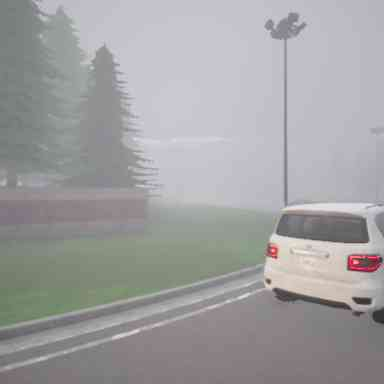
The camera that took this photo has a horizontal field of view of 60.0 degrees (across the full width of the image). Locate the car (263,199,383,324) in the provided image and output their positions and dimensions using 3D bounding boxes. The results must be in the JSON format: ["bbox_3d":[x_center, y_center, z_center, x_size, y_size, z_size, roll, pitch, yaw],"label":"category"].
[{"bbox_3d":[3.742,1.253,7.476,2.150,2.045,5.566,0,0,43],"label":"car"}]

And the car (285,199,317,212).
[{"bbox_3d":[14.048,1.689,43.142,1.837,1.490,4.892,0,0,-9],"label":"car"}]

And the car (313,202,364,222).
[{"bbox_3d":[12.389,1.667,28.516,2.033,1.411,5.357,0,0,0],"label":"car"}]

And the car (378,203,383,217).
[{"bbox_3d":[19.199,1.722,30.295,1.895,1.301,4.718,0,0,-1],"label":"car"}]
